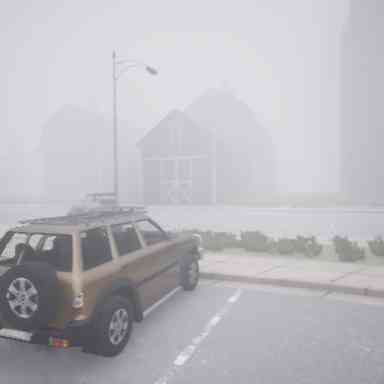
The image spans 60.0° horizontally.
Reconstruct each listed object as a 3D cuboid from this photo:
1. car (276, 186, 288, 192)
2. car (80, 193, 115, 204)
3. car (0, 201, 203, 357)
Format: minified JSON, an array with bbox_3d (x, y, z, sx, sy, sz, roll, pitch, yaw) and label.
[{"bbox_3d":[20.849,-0.510,78.869,3.866,1.878,1.905,1,-5,-23],"label":"car"},{"bbox_3d":[-6.371,0.999,21.921,1.905,1.878,3.866,0,1,20],"label":"car"},{"bbox_3d":[-1.378,1.215,5.967,1.932,1.855,4.605,0,1,20],"label":"car"}]
